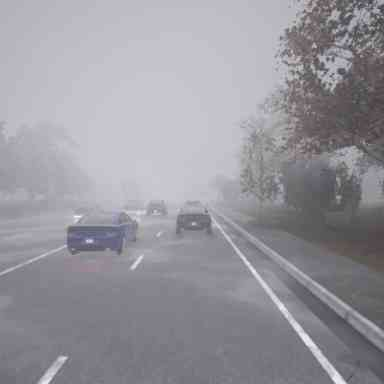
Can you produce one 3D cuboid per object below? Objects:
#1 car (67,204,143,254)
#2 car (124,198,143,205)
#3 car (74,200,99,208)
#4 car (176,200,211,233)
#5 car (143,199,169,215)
[{"bbox_3d":[-3.414,1.478,13.532,1.882,1.535,5.008,0,0,0],"label":"car"},{"bbox_3d":[-7.084,1.507,40.645,1.837,1.490,4.892,0,0,0],"label":"car"},{"bbox_3d":[-10.597,1.565,34.106,1.994,1.385,4.181,0,0,0],"label":"car"},{"bbox_3d":[0.096,1.478,19.492,1.882,1.535,5.008,0,0,0],"label":"car"},{"bbox_3d":[-3.405,1.506,33.337,1.837,1.490,4.892,0,0,0],"label":"car"}]
